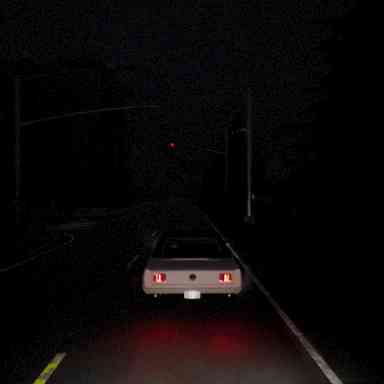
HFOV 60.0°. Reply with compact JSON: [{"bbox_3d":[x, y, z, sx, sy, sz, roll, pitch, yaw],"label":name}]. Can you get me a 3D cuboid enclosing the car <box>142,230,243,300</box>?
[{"bbox_3d":[-0.026,1.600,8.336,1.895,1.301,4.718,0,0,-1],"label":"car"}]
